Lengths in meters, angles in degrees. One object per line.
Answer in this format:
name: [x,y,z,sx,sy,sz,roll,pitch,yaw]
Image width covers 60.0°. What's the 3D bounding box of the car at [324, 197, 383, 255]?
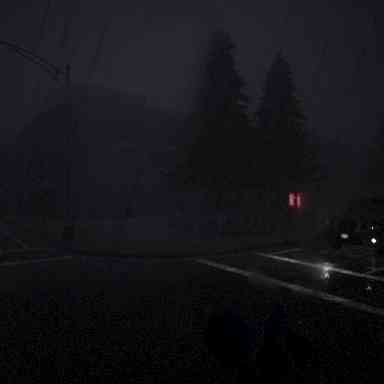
car: [7.762,1.248,13.710,5.566,2.045,2.150,0,0,-36]
